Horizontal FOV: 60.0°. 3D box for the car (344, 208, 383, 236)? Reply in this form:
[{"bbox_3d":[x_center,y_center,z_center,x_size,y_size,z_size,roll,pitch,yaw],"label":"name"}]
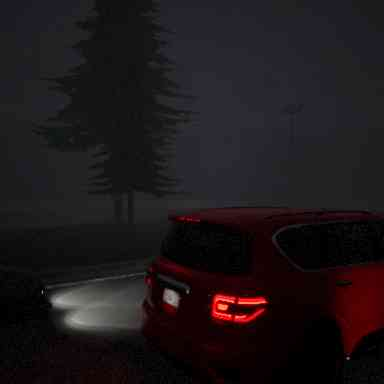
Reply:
[{"bbox_3d":[11.350,1.759,20.347,1.994,1.385,4.181,1,0,-4],"label":"car"}]

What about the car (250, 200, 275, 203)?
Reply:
[{"bbox_3d":[6.418,1.572,32.873,4.553,1.767,2.097,0,0,34],"label":"car"}]

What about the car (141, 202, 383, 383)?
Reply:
[{"bbox_3d":[1.959,1.262,5.142,5.566,2.045,2.150,1,0,-35],"label":"car"}]

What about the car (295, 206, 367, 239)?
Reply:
[{"bbox_3d":[7.937,1.655,19.608,2.128,1.511,4.902,1,0,0],"label":"car"}]

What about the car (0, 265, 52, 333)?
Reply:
[{"bbox_3d":[-4.929,1.532,4.591,5.357,1.411,2.033,1,0,-35],"label":"car"}]
